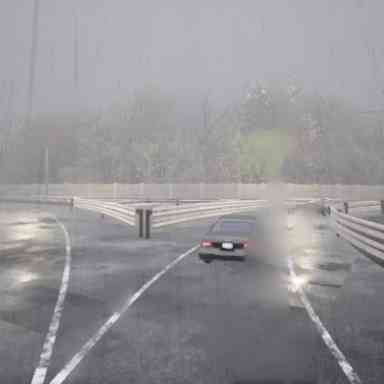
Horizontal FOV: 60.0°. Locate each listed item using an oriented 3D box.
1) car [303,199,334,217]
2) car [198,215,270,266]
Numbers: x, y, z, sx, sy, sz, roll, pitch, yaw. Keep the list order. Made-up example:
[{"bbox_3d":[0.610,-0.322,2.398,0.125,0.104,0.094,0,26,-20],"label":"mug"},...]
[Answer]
[{"bbox_3d":[11.685,1.409,29.848,2.128,1.511,4.902,0,0,42],"label":"car"},{"bbox_3d":[1.620,1.503,11.485,2.033,1.411,5.357,0,0,15],"label":"car"}]
